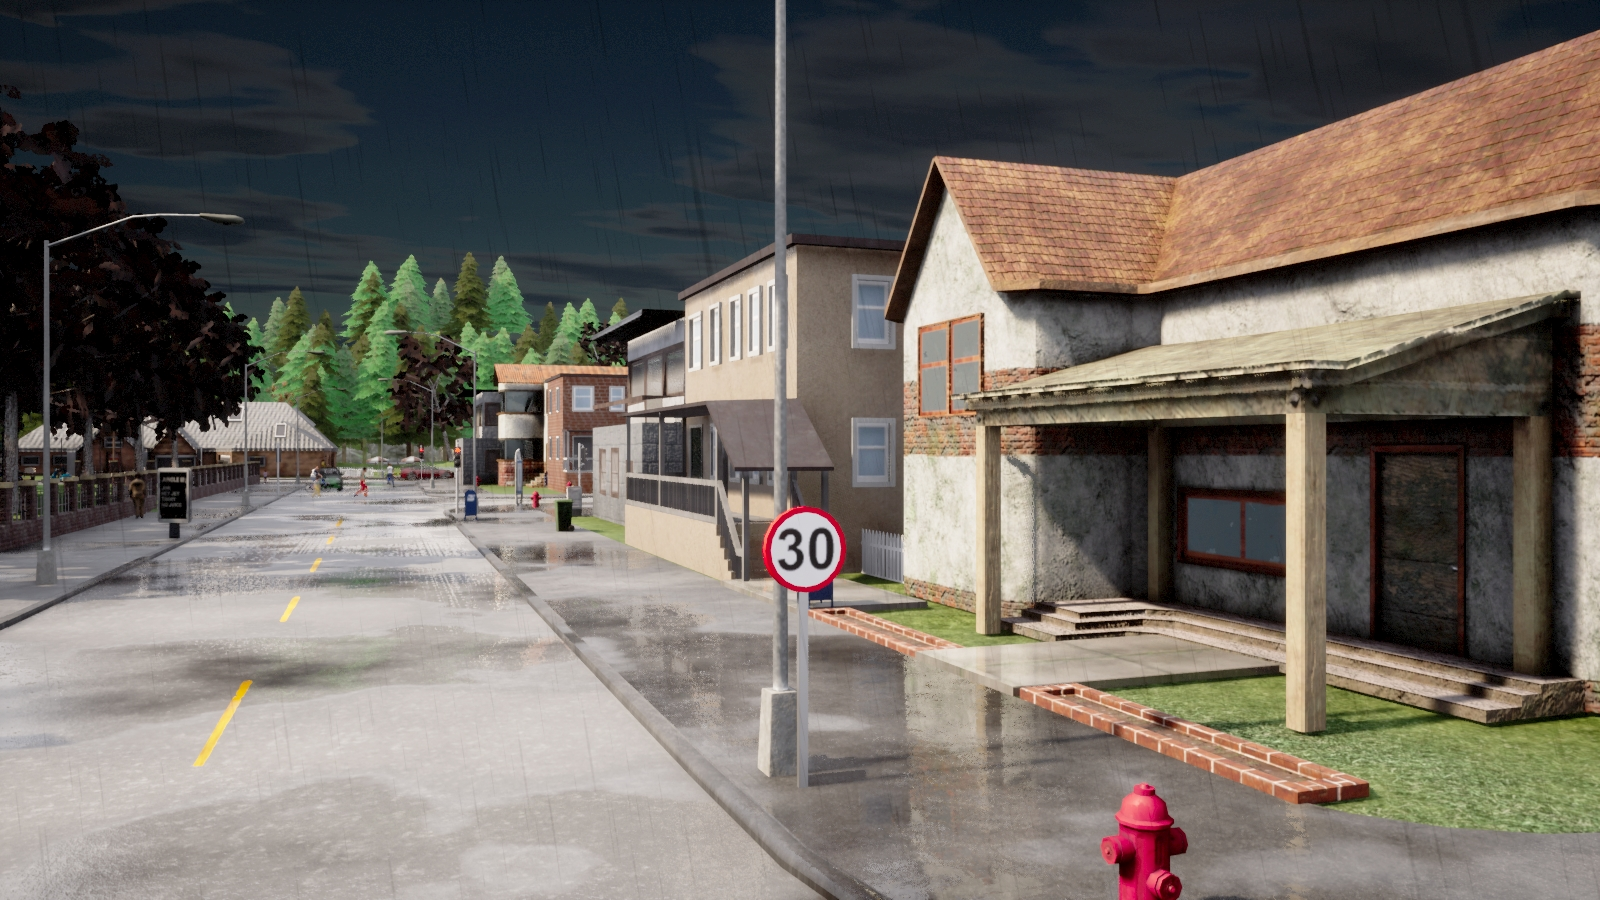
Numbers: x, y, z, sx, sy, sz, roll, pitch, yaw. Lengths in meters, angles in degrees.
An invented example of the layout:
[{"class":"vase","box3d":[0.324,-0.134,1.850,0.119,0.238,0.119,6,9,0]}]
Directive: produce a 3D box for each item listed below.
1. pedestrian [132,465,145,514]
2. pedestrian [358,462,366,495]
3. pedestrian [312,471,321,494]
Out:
[{"class":"pedestrian","box3d":[-25.589,1.525,44.189,0.375,1.860,0.375,0,0,-20]},{"class":"pedestrian","box3d":[-25.265,1.628,65.905,0.375,1.860,0.375,0,0,-27]},{"class":"pedestrian","box3d":[-28.358,1.908,66.957,0.375,1.300,0.375,0,0,1]}]
